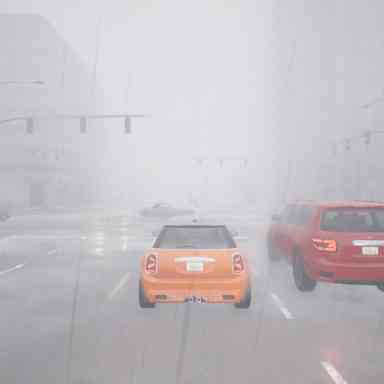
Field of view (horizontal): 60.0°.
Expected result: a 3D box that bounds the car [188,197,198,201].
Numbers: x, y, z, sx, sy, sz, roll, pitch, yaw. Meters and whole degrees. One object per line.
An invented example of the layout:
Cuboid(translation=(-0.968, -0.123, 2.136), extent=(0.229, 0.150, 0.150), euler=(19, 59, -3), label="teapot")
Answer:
Cuboid(translation=(0.179, 1.526, 58.082), extent=(1.812, 1.442, 4.674), euler=(0, 0, 1), label="car")

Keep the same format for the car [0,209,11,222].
Cuboid(translation=(-15.937, 1.525, 24.638), extent=(4.674, 1.442, 1.812), euler=(0, 0, 7), label="car")

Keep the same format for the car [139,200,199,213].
Cuboid(translation=(-2.015, 1.601, 28.293), extent=(4.718, 1.301, 1.895), euler=(0, 0, 1), label="car")

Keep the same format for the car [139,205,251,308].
Cuboid(translation=(0.070, 1.352, 8.060), extent=(2.097, 1.767, 4.553), euler=(0, 0, 1), label="car")

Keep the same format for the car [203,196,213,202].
Cuboid(translation=(3.617, 1.524, 74.412), extent=(1.812, 1.442, 4.674), euler=(0, 0, 0), label="car")

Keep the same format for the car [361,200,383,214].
Cuboid(translation=(20.510, 1.564, 35.231), extent=(4.181, 1.385, 1.994), euler=(0, 0, 1), label="car")

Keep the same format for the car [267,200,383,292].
Cuboid(translation=(3.548, 1.221, 9.082), extent=(2.150, 2.045, 5.566), euler=(0, 0, 2), label="car")
